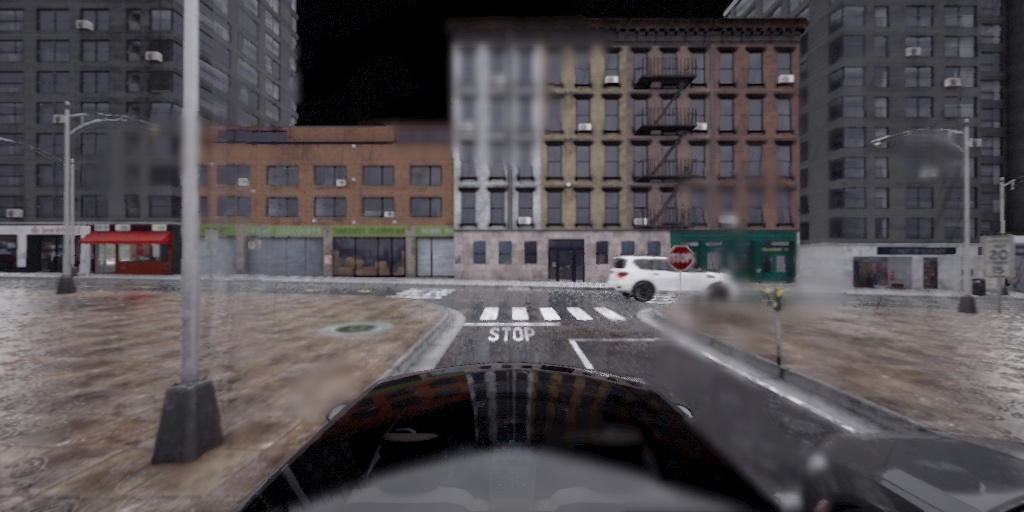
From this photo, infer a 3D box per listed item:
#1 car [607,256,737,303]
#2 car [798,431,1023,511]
[{"bbox_3d":[7.314,1.052,16.712,5.566,2.045,2.150,1,0,0],"label":"car"},{"bbox_3d":[2.638,1.308,0.468,2.007,1.370,4.403,0,0,0],"label":"car"}]
